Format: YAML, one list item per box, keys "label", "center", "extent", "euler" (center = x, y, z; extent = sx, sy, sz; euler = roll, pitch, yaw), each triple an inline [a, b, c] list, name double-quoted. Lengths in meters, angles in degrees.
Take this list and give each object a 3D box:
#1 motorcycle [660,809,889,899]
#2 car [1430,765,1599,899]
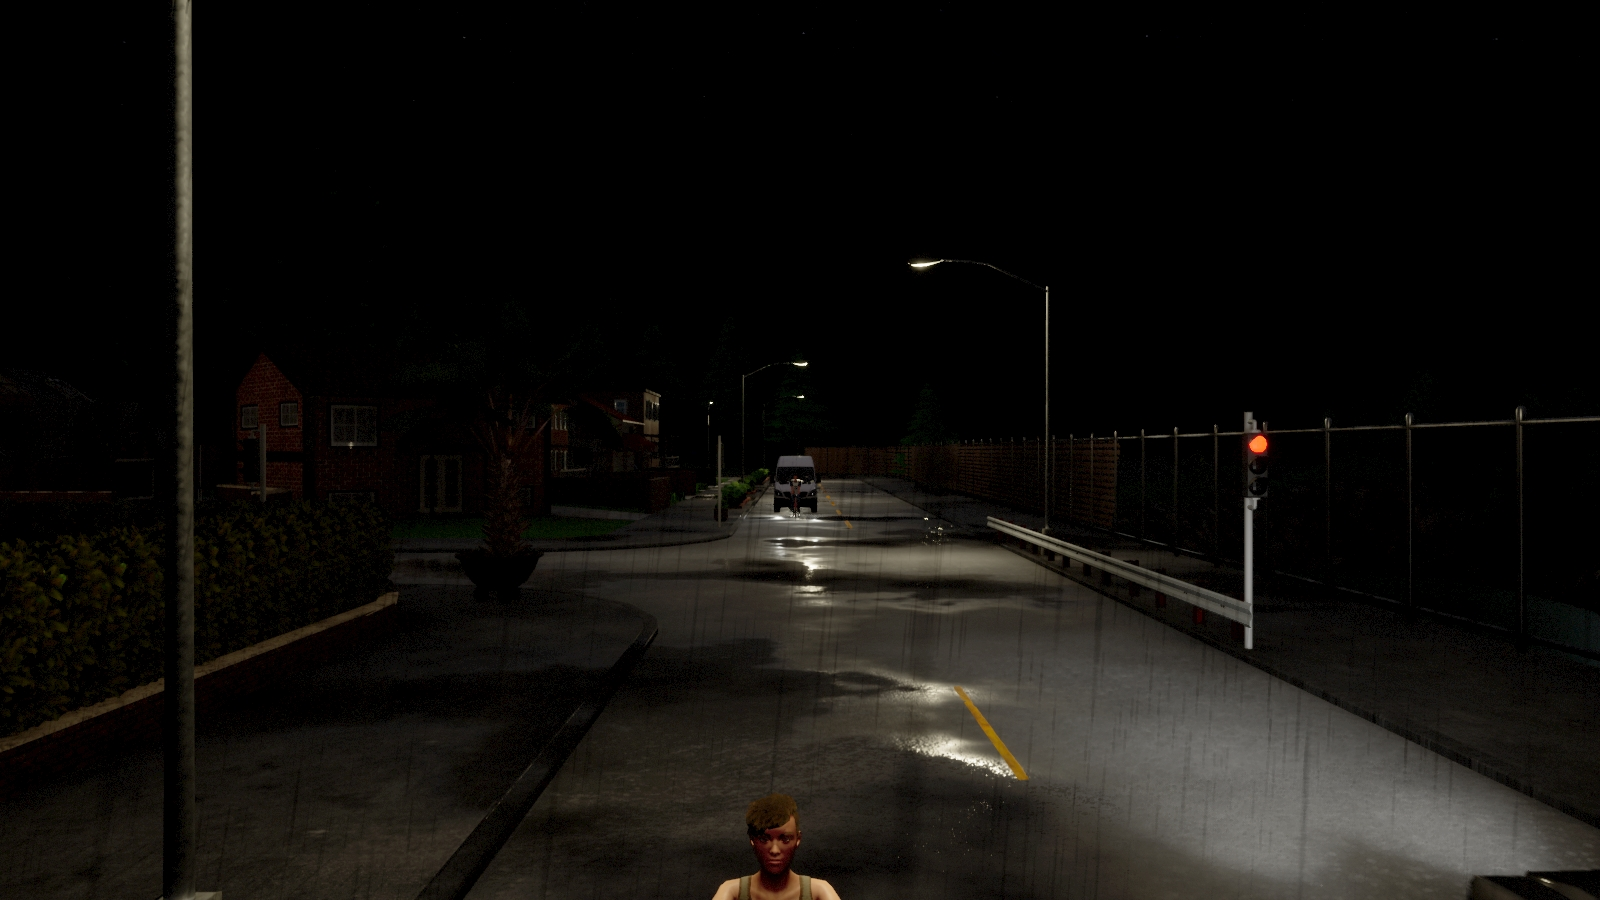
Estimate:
- label: "motorcycle"
  center: [-0.084, 2.157, 3.590]
  extent: [0.764, 1.307, 2.356]
  euler: [0, 0, -1]
- label: "car"
  center: [3.967, 2.157, 3.107]
  extent: [1.895, 1.301, 4.718]
  euler: [0, 0, 0]
